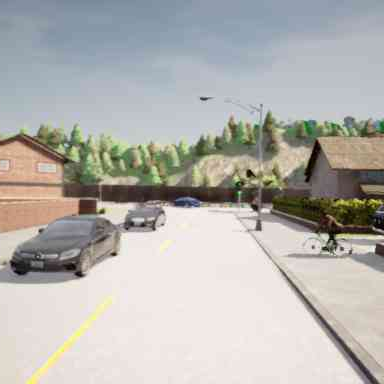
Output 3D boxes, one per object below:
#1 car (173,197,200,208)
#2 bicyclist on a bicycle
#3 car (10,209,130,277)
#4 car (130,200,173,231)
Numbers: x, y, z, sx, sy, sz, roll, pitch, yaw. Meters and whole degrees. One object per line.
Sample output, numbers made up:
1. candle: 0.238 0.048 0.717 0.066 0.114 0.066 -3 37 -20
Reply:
1. car: -1.046 1.470 47.317 1.882 1.535 5.008 2 0 -43
2. bicyclist on a bicycle: 4.653 1.455 11.397 1.656 1.620 0.582 2 0 4
3. car: -3.478 1.452 10.153 1.812 1.442 4.674 1 0 4
4. car: -2.738 1.437 20.332 2.128 1.511 4.902 1 0 4
